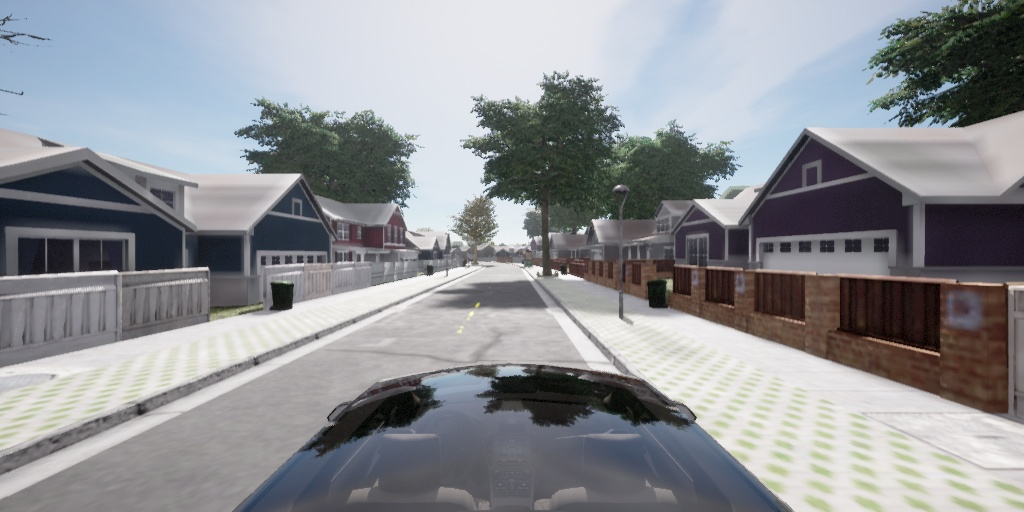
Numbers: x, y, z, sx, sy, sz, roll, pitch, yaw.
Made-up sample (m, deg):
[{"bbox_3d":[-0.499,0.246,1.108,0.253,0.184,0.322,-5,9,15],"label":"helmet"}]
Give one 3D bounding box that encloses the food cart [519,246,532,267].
[{"bbox_3d":[2.659,0.177,61.784,2.280,3.560,4.660,0,0,-3],"label":"food cart"}]
